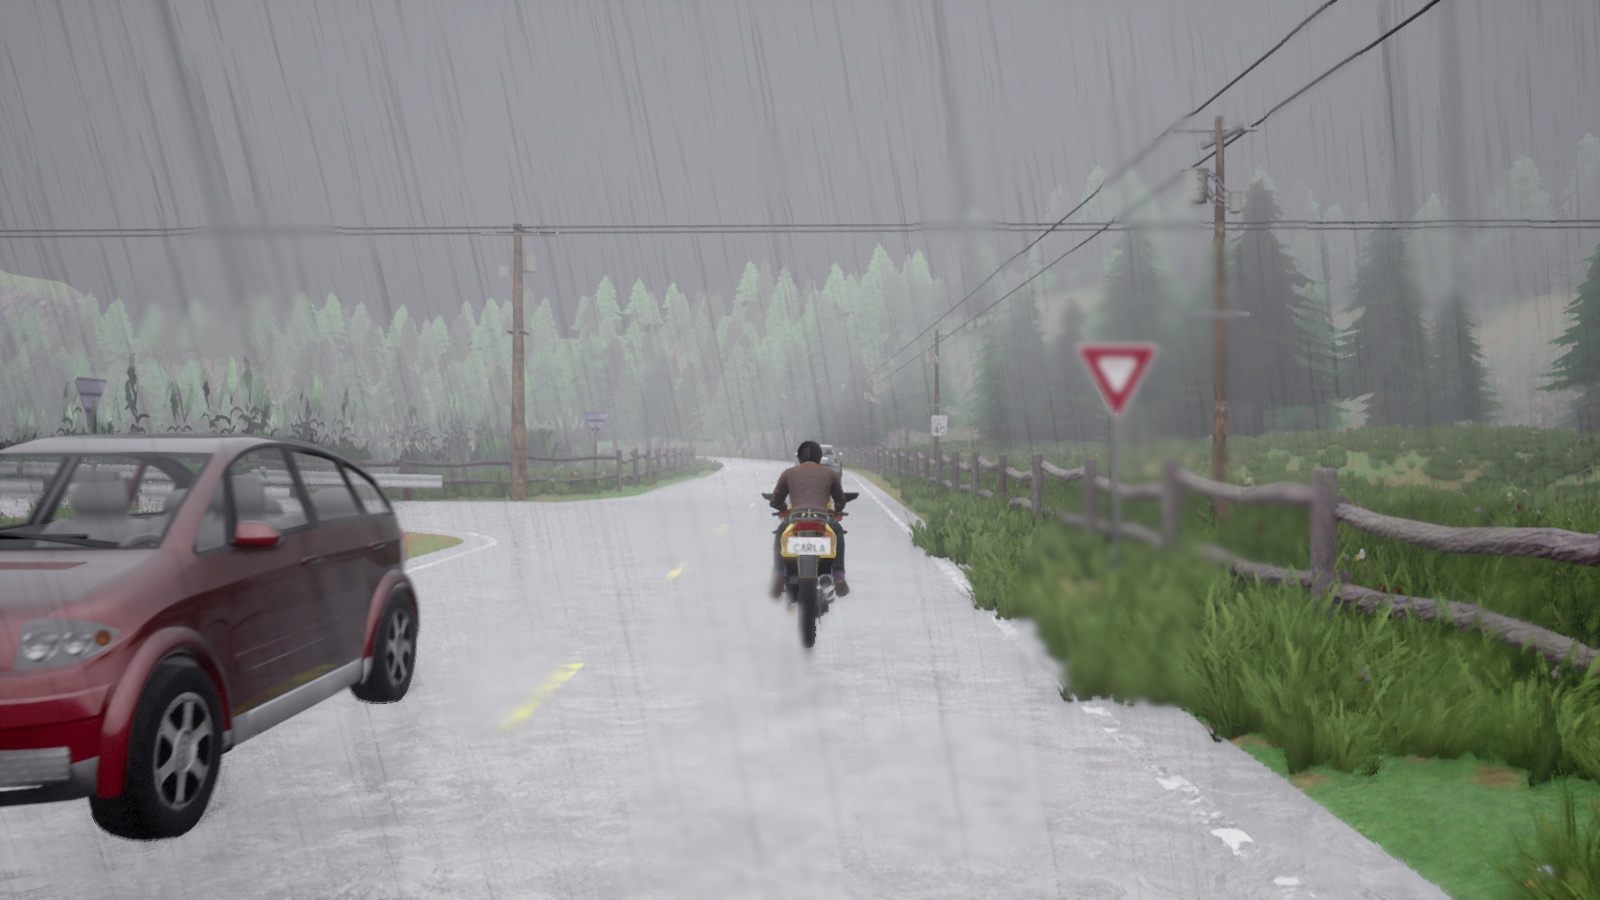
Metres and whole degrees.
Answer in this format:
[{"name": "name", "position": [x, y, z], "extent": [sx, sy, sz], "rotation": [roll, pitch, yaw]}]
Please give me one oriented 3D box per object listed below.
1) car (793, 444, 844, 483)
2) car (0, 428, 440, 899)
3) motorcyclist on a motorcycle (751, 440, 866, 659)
[{"name": "car", "position": [0.737, 0.508, 50.158], "extent": [1.970, 1.475, 3.806], "rotation": [0, 0, 1]}, {"name": "car", "position": [-3.148, 0.699, 5.976], "extent": [1.789, 1.549, 3.705], "rotation": [0, 0, 0]}, {"name": "motorcyclist on a motorcycle", "position": [0.076, 0.689, 9.789], "extent": [0.797, 1.523, 2.044], "rotation": [0, 0, 1]}]
